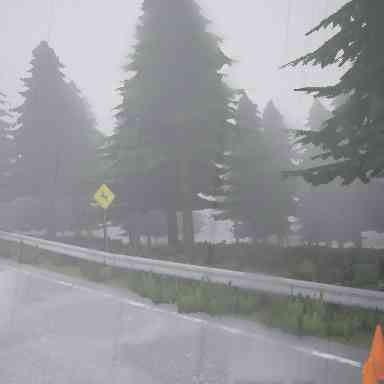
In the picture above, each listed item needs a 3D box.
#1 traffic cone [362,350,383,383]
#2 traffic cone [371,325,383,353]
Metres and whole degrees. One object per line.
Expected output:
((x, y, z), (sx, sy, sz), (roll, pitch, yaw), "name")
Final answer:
((1.773, 1.956, 3.298), (0.340, 0.580, 0.340), (0, 0, 34), "traffic cone")
((2.322, 1.956, 4.131), (0.340, 0.580, 0.340), (0, 0, 34), "traffic cone")
